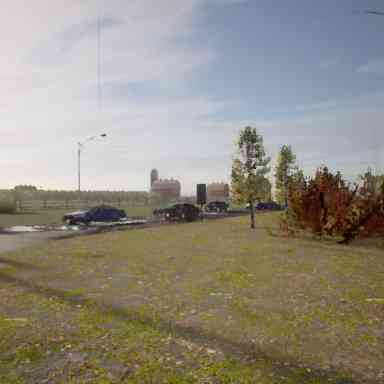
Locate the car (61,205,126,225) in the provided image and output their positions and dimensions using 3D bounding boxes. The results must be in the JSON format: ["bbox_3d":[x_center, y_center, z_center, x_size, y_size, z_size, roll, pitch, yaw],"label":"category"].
[{"bbox_3d":[-7.639,1.762,26.524,2.033,1.411,5.357,-1,-1,32],"label":"car"}]

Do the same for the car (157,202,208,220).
[{"bbox_3d":[-0.775,1.709,30.532,1.837,1.490,4.892,-1,-1,32],"label":"car"}]

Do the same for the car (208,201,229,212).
[{"bbox_3d":[3.327,1.915,44.062,1.837,1.490,4.892,-1,-1,32],"label":"car"}]

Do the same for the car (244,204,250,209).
[{"bbox_3d":[10.729,1.773,55.909,2.150,2.045,5.566,-1,-2,32],"label":"car"}]

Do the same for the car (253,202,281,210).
[{"bbox_3d":[11.888,1.660,51.011,2.150,2.045,5.566,-1,-1,32],"label":"car"}]

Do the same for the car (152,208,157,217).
[{"bbox_3d":[-2.178,1.911,35.229,1.895,1.301,4.718,-1,-1,32],"label":"car"}]
